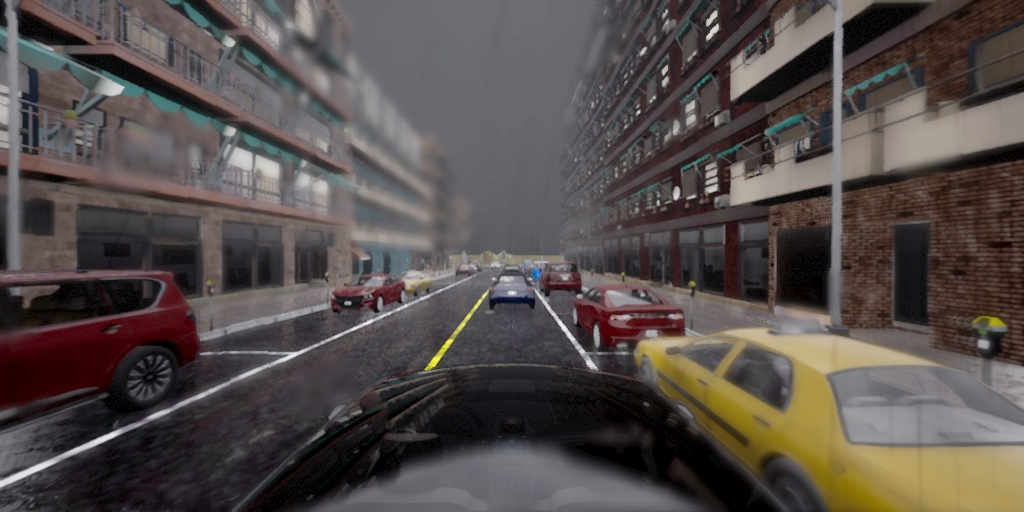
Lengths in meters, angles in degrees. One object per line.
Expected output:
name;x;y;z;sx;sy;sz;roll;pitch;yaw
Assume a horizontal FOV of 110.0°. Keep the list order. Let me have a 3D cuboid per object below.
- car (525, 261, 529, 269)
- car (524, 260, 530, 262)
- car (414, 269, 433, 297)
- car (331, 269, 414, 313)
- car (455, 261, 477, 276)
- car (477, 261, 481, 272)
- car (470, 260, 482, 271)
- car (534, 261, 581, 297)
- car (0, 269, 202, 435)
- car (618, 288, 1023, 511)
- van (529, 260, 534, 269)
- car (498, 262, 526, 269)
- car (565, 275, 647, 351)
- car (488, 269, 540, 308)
car;2.684;1.670;43.079;2.007;1.370;4.403;0;0;0
car;2.683;1.606;48.745;1.967;1.591;4.097;0;0;0
car;-5.694;1.446;20.197;1.751;1.417;4.829;0;0;0
car;-5.693;1.414;14.701;1.888;1.381;4.507;0;0;0
car;-5.697;1.664;43.029;1.888;1.381;4.507;0;0;0
car;-5.697;1.716;48.694;2.007;1.370;4.403;0;0;0
car;-5.698;1.527;54.359;2.192;1.841;5.009;0;0;0
car;2.687;1.236;20.419;2.192;1.841;5.009;0;0;0
car;-5.691;1.080;3.370;2.192;1.841;5.009;0;0;0
car;2.689;1.291;3.595;1.751;1.417;4.829;0;0;0
van;2.686;1.363;31.748;1.690;1.789;3.998;0;0;0
car;-0.001;1.525;31.153;1.837;1.490;4.892;0;0;0
car;2.688;1.363;9.089;1.888;1.381;4.507;0;0;0
car;0.002;1.447;16.136;1.994;1.385;4.181;0;0;0
